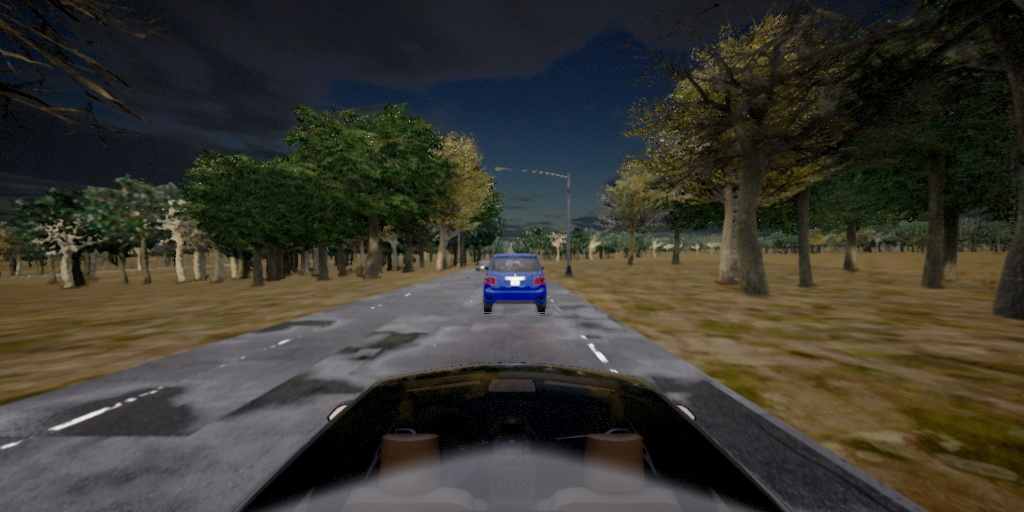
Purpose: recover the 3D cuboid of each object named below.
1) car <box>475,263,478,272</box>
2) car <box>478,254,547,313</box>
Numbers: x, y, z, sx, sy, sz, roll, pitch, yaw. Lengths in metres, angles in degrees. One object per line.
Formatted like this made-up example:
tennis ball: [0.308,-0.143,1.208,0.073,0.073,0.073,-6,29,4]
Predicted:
car: [-3.549,1.266,45.963,2.128,1.511,4.902,0,0,1]
car: [0.097,0.937,13.904,2.150,2.045,5.566,0,0,0]
